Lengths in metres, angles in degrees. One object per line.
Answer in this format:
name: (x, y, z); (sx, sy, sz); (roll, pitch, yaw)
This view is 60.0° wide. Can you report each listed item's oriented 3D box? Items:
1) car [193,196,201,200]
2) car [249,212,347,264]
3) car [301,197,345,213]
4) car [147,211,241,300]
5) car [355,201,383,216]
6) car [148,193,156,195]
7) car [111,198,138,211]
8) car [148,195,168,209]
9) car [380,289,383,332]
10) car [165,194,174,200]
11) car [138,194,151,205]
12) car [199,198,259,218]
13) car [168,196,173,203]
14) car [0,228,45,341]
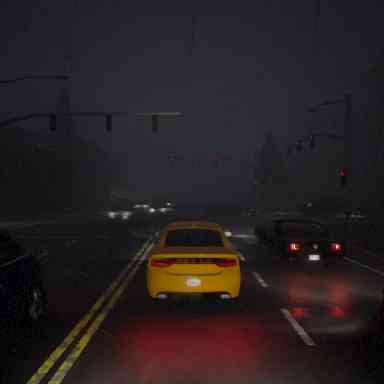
car: (1.303, 1.595, 88.213); (1.895, 1.301, 4.718); (0, 0, -1)
car: (3.502, 1.601, 11.801); (1.895, 1.301, 4.718); (0, 0, -1)
car: (14.082, 1.352, 35.565); (4.553, 1.767, 2.097); (0, 0, -2)
car: (0.034, 1.478, 8.477); (1.882, 1.535, 5.008); (0, 0, 0)
car: (18.772, 1.547, 32.200); (5.357, 1.411, 2.033); (0, 0, -2)
car: (-8.781, 1.225, 72.033); (2.150, 2.045, 5.566); (0, 0, -1)
car: (-8.353, 1.478, 40.487); (1.882, 1.535, 5.008); (0, 0, 4)
car: (-4.690, 1.526, 46.346); (1.812, 1.442, 4.674); (0, 0, -2)
car: (3.597, 1.478, 2.711); (1.882, 1.535, 5.008); (0, 0, 0)
car: (-5.557, 1.252, 82.723); (1.994, 1.385, 4.181); (0, 0, -1)
car: (-8.467, 1.564, 56.814); (1.994, 1.385, 4.181); (0, 0, -1)
car: (3.448, 1.491, 29.553); (4.902, 1.511, 2.128); (0, 0, 26)
car: (-5.169, 1.564, 66.609); (1.994, 1.385, 4.181); (0, 0, -1)
car: (-3.620, 1.352, 3.925); (2.097, 1.767, 4.553); (0, 0, 0)
